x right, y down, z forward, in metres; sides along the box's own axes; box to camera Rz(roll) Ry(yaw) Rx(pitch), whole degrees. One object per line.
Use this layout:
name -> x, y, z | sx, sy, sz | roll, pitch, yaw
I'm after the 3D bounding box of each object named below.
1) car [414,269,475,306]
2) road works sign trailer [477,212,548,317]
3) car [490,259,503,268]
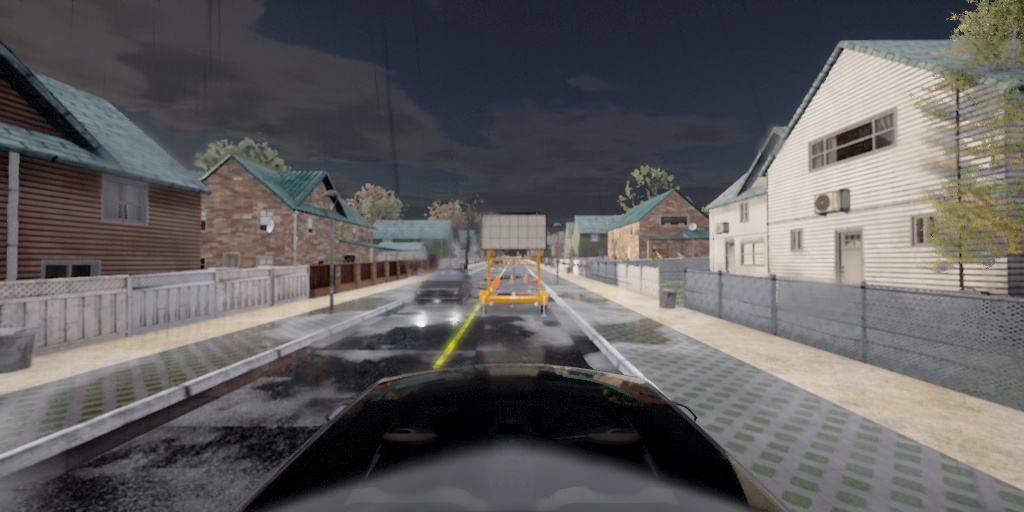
car -> -2.760, 1.275, 15.872 | 2.033, 1.411, 5.357 | 0, 0, 0
road works sign trailer -> 0.072, 0.197, 13.127 | 2.380, 3.560, 2.880 | 0, 0, 0
car -> -2.455, 1.207, 58.445 | 1.994, 1.385, 4.181 | 0, 0, 1
